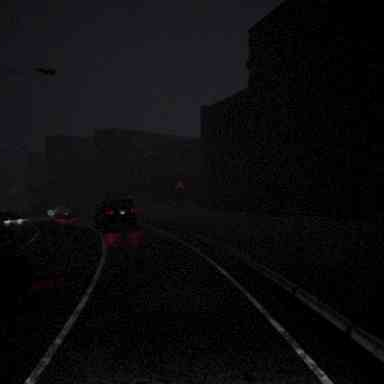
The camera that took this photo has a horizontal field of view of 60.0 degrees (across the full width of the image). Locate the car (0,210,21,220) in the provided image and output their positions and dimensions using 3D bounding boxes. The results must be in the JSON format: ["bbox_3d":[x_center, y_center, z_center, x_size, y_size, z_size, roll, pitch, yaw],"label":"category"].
[{"bbox_3d":[-23.936,2.931,43.076,4.718,1.301,1.895,-3,1,40],"label":"car"}]

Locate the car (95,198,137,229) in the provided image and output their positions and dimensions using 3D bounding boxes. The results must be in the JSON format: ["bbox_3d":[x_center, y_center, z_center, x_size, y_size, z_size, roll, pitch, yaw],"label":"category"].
[{"bbox_3d":[-5.621,1.497,24.134,2.150,2.045,5.566,-2,0,-24],"label":"car"}]

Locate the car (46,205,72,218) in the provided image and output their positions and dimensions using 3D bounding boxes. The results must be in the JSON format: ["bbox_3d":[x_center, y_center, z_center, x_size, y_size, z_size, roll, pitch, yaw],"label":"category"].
[{"bbox_3d":[-15.978,2.330,39.919,1.812,1.442,4.674,-3,0,-42],"label":"car"}]

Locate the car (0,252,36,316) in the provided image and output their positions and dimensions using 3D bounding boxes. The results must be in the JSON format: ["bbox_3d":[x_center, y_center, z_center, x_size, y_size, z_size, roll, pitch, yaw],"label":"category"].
[{"bbox_3d":[-4.039,1.594,4.846,2.033,1.411,5.357,-1,0,-6],"label":"car"}]
